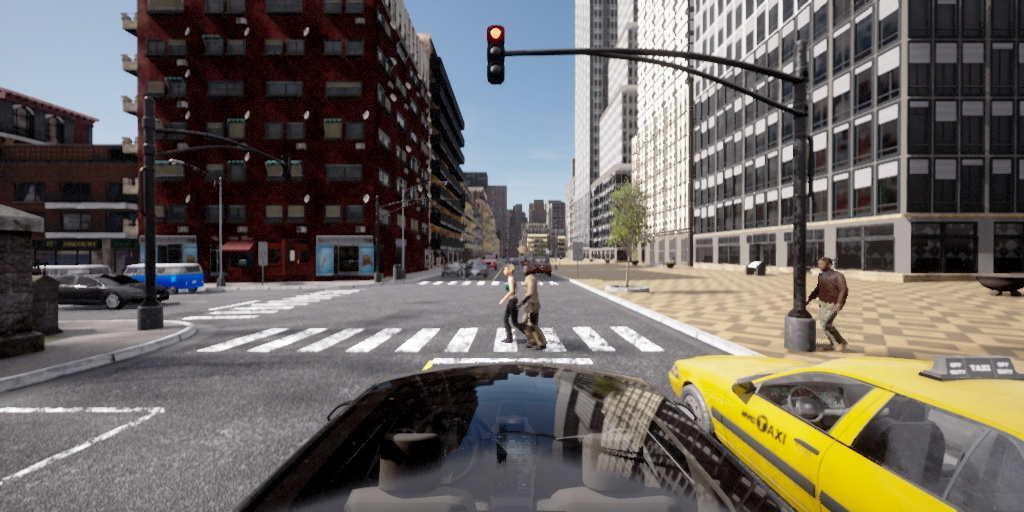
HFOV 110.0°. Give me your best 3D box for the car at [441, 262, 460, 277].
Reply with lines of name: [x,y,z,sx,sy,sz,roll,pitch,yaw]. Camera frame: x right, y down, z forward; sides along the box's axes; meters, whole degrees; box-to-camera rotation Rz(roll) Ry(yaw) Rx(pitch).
car: [-5.690,1.243,34.597,2.007,1.370,4.403,0,0,0]

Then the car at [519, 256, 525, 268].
car: [2.691,0.988,56.702,2.192,1.841,5.009,0,0,0]

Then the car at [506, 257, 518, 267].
car: [0.001,1.022,63.759,2.097,1.767,4.553,0,0,0]

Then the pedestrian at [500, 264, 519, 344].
pedestrian: [-0.016,1.046,8.077,0.375,1.860,0.375,0,0,0]

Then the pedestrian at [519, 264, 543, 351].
pedestrian: [0.405,1.041,7.559,0.375,1.860,0.375,0,0,0]

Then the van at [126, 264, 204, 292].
van: [-20.767,1.351,21.358,3.998,1.789,1.690,0,0,-1]

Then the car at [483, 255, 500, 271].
car: [-3.096,0.900,48.705,2.150,2.045,5.566,0,0,-2]

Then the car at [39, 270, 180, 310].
car: [-17.861,1.497,15.591,4.892,1.490,1.837,0,0,-1]

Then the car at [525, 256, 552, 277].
car: [2.690,1.007,34.597,2.192,1.841,5.009,0,0,0]

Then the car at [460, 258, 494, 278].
car: [-3.095,1.186,32.380,2.128,1.511,4.902,0,0,0]

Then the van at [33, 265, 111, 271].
van: [-26.305,1.441,21.308,3.998,1.789,1.690,0,0,-1]

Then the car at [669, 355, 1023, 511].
car: [2.689,1.274,2.355,1.751,1.417,4.829,0,0,0]

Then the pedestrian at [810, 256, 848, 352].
pedestrian: [6.095,0.881,6.862,0.375,1.860,0.375,0,0,0]
